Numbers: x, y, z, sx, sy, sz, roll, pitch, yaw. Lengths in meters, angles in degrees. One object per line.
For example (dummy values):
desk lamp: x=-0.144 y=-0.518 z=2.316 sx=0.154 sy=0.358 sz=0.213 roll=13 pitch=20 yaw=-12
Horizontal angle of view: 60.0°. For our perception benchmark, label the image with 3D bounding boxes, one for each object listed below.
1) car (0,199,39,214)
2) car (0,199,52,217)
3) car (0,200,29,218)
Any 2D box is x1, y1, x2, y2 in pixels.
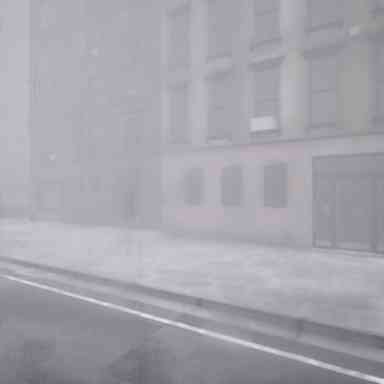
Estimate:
car: x=-20.482 y=1.621 z=38.734 sx=1.887 sy=1.381 sz=4.507 roll=1 pitch=1 yaw=35
car: x=-17.030 y=1.575 z=33.669 sx=2.128 sy=1.511 sz=4.902 roll=0 pitch=1 yaw=35
car: x=-16.737 y=1.677 z=29.303 sx=1.887 sy=1.381 sz=4.507 roll=1 pitch=1 yaw=35
